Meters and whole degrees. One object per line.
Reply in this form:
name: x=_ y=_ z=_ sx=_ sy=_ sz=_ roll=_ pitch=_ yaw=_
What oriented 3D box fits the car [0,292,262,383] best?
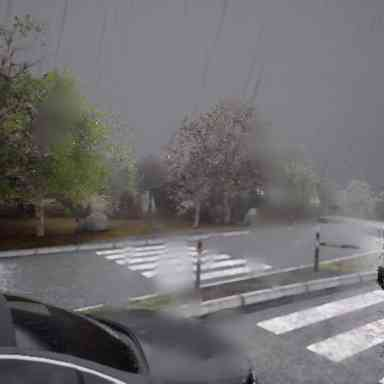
car: x=-1.640 y=1.503 z=2.196 sx=4.892 sy=1.490 sz=1.837 roll=1 pitch=0 yaw=-34

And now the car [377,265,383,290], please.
car: x=6.157 y=1.692 z=6.964 sx=4.718 sy=1.301 sz=1.895 roll=1 pitch=-1 yaw=-29
